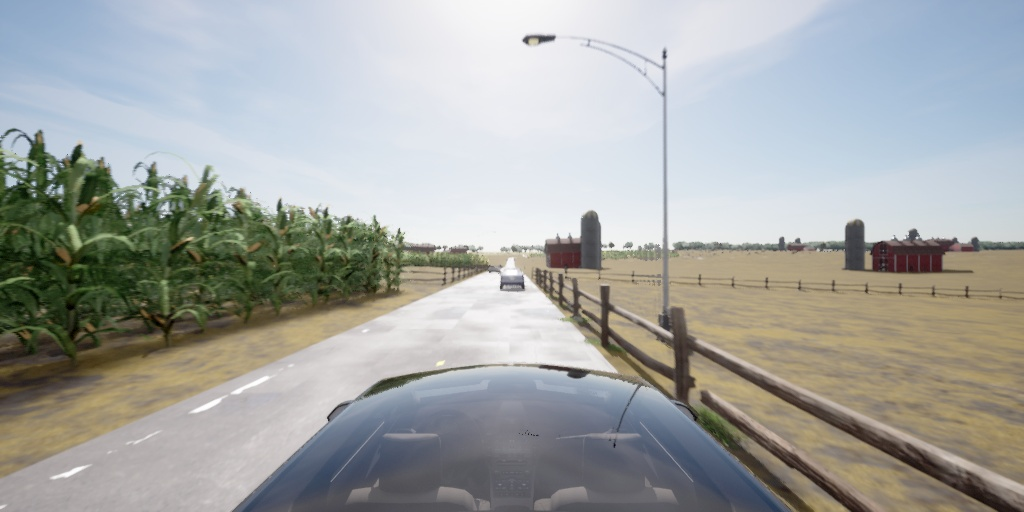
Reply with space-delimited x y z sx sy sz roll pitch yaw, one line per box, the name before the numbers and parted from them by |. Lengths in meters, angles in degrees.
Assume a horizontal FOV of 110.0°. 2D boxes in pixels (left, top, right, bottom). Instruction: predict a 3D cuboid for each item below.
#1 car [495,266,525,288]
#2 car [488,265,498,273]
car | 0.023 1.638 27.007 2.033 1.411 5.357 0 -1 0
car | -2.797 2.186 58.552 1.895 1.301 4.718 0 -1 1
